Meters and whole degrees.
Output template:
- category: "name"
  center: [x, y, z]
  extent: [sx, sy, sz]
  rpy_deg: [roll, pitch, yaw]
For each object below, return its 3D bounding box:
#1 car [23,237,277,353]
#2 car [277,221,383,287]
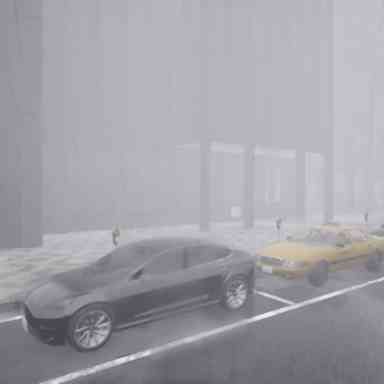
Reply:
- category: "car"
  center: [-0.684, 1.568, 6.163]
  extent: [4.313, 1.339, 1.947]
  rpy_deg: [0, 0, -36]
- category: "car"
  center: [3.765, 1.531, 9.339]
  extent: [4.829, 1.417, 1.752]
  rpy_deg: [0, 0, -36]
